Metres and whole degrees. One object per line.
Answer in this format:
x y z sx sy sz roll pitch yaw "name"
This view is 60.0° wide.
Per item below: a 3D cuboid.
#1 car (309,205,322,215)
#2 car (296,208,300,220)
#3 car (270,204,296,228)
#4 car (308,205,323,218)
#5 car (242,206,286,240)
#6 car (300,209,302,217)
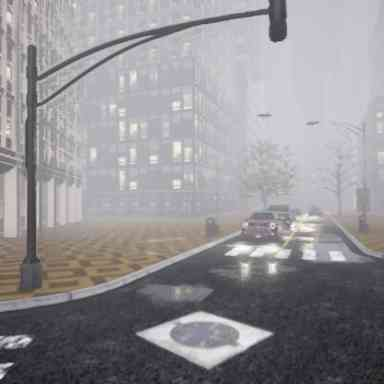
21.666 3.109 58.382 2.097 1.767 4.553 -1 -2 20 "car"
11.612 2.823 40.147 1.895 1.301 4.718 -1 -2 21 "car"
7.987 2.152 30.419 2.150 2.045 5.566 -1 -2 20 "car"
18.191 2.996 49.003 1.812 1.442 4.674 -1 -2 20 "car"
4.559 2.010 21.172 2.097 1.767 4.553 -1 -2 20 "car"
16.396 3.171 52.850 1.994 1.385 4.181 -1 -2 21 "car"
